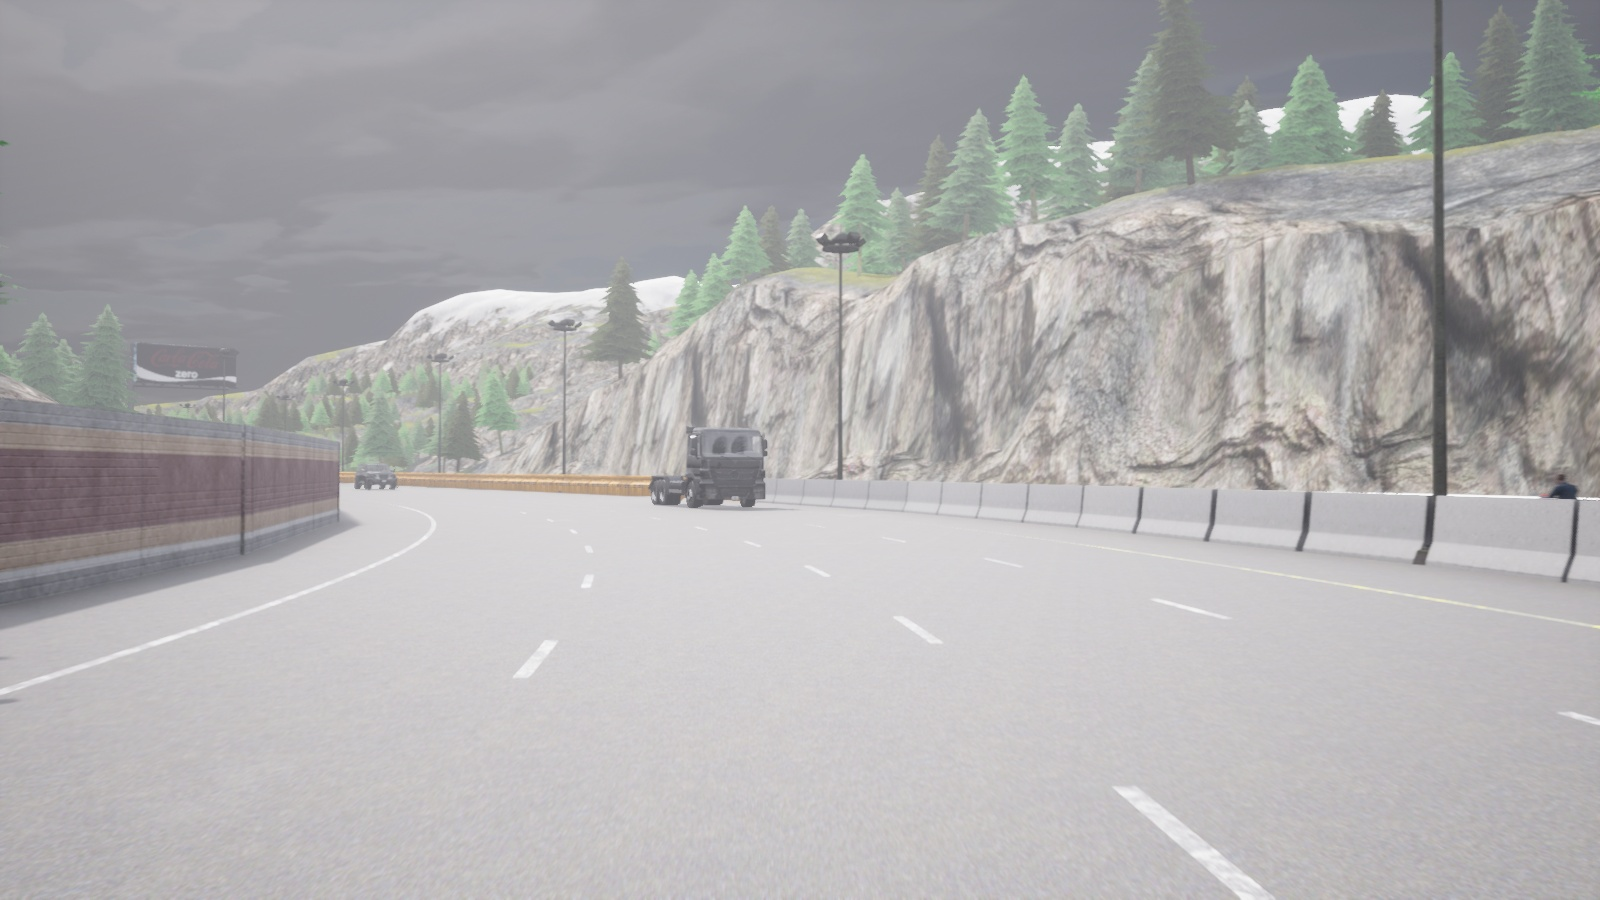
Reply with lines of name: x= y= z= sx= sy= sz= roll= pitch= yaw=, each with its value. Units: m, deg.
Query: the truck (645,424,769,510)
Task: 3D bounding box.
truck: x=-4.207 y=0.767 z=54.753 sx=2.891 sy=3.462 sz=7.936 roll=0 pitch=-1 yaw=-24
